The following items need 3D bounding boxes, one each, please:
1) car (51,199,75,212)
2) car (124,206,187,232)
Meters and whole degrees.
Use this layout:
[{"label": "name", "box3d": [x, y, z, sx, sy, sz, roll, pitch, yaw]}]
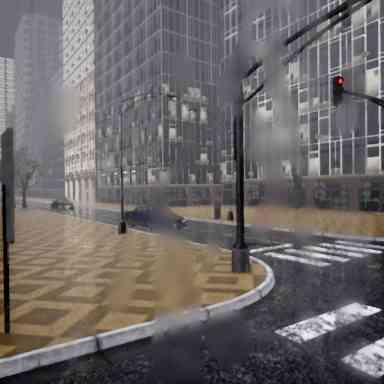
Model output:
[{"label": "car", "box3d": [-15.395, 1.561, 39.452, 2.128, 1.511, 4.902, -1, 0, -35]}, {"label": "car", "box3d": [-2.466, 1.588, 20.959, 2.033, 1.411, 5.357, -1, 0, -35]}]
